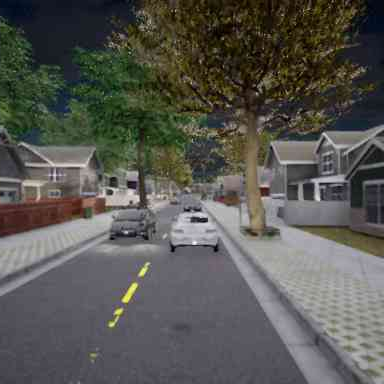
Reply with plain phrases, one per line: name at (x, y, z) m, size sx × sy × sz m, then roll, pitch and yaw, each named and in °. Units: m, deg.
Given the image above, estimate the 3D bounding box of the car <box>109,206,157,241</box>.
car at (-2.865, 1.521, 16.922) m, size 1.837 × 1.490 × 4.892 m, roll 0°, pitch 0°, yaw 0°

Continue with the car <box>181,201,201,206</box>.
car at (0.062, 1.642, 35.597) m, size 1.895 × 1.301 × 4.718 m, roll 0°, pitch 0°, yaw 0°

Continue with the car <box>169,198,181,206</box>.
car at (-2.852, 1.657, 58.394) m, size 1.994 × 1.385 × 4.181 m, roll 0°, pitch 0°, yaw 0°

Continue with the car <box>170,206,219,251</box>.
car at (0.088, 1.538, 14.011) m, size 1.812 × 1.442 × 4.674 m, roll 0°, pitch 0°, yaw 0°
